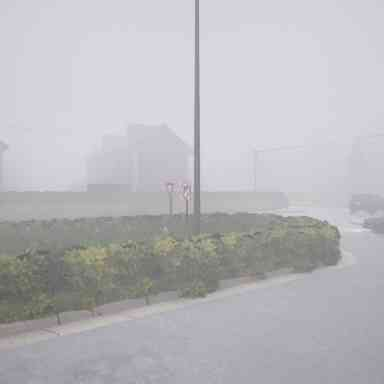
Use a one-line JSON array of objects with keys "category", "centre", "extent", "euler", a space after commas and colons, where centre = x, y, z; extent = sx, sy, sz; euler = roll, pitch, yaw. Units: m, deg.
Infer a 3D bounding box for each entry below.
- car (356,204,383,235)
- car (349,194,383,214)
[{"category": "car", "centre": [11.239, 1.547, 16.412], "extent": [2.033, 1.411, 5.357], "euler": [0, 0, -24]}, {"category": "car", "centre": [18.027, 1.220, 33.845], "extent": [5.566, 2.045, 2.150], "euler": [0, 0, -41]}]
